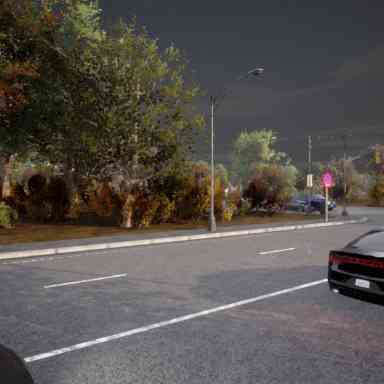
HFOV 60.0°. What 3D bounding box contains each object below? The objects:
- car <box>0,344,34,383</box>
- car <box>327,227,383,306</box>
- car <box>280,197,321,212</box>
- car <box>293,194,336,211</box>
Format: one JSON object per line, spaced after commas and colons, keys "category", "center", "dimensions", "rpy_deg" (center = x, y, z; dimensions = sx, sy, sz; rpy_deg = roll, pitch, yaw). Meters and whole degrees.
{"category": "car", "center": [-3.282, 1.505, 1.395], "dimensions": [4.892, 1.490, 1.837], "rpy_deg": [0, 0, -36]}
{"category": "car", "center": [5.051, 1.478, 7.370], "dimensions": [5.008, 1.535, 1.882], "rpy_deg": [0, 0, -36]}
{"category": "car", "center": [12.144, 1.564, 38.215], "dimensions": [1.994, 1.385, 4.181], "rpy_deg": [0, 0, -32]}
{"category": "car", "center": [14.746, 1.221, 40.685], "dimensions": [2.150, 2.045, 5.566], "rpy_deg": [0, 0, -31]}
